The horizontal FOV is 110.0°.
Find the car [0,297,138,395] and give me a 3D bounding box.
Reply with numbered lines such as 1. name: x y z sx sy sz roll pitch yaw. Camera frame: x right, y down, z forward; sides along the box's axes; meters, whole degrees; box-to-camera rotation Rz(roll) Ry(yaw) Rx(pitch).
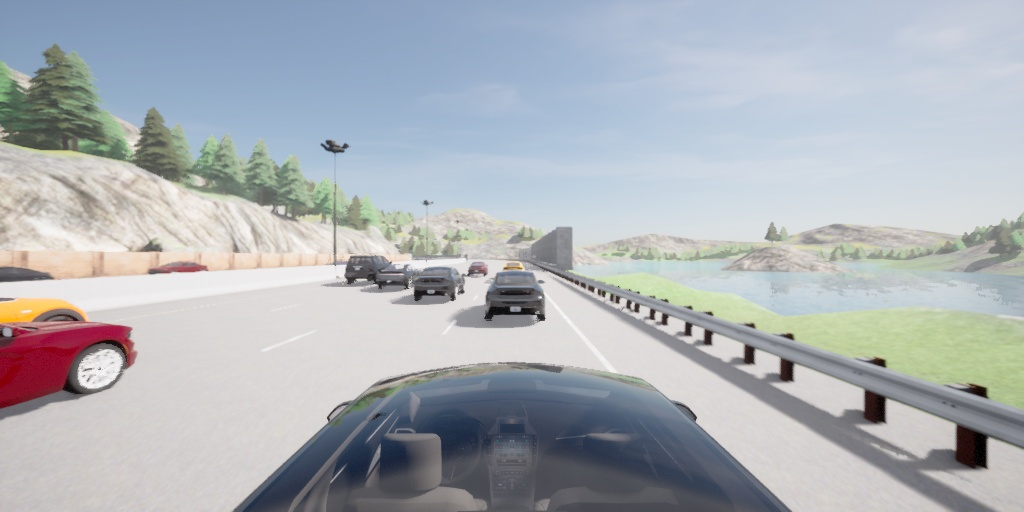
1. car: -6.899 1.228 3.602 1.882 1.535 5.008 0 0 0

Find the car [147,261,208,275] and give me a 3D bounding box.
1. car: -31.593 1.228 34.048 1.882 1.535 5.008 0 0 0

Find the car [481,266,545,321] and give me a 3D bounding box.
1. car: 0.100 1.255 12.558 1.837 1.490 4.892 0 0 0

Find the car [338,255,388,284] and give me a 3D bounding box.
1. car: -10.401 0.972 26.793 2.150 2.045 5.566 0 0 0

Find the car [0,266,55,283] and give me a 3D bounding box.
1. car: -10.400 1.102 6.001 2.097 1.767 4.553 0 0 0

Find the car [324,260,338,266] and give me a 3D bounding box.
1. car: -24.557 1.299 50.785 2.033 1.411 5.357 0 0 1

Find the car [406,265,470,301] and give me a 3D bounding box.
1. car: -3.400 1.255 17.464 1.837 1.490 4.892 0 0 0

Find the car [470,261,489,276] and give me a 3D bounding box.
1. car: -3.403 1.277 36.613 1.812 1.442 4.674 0 0 0

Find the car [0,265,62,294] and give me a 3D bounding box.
1. car: -28.101 1.276 19.337 1.812 1.442 4.674 0 0 0

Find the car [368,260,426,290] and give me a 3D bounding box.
1. car: -6.901 1.242 22.568 2.128 1.511 4.902 0 0 0

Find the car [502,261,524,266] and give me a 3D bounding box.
1. car: 0.098 1.229 32.412 1.882 1.535 5.008 0 0 0
